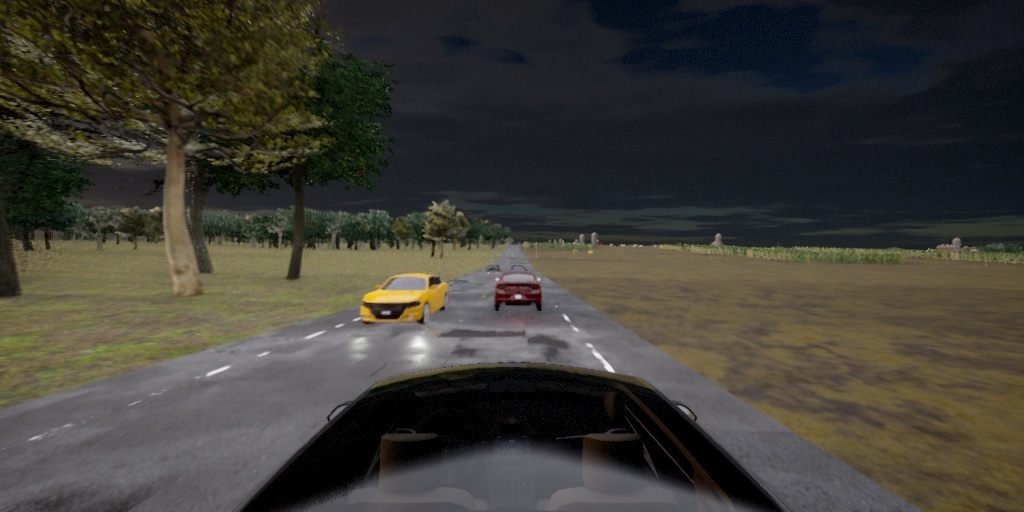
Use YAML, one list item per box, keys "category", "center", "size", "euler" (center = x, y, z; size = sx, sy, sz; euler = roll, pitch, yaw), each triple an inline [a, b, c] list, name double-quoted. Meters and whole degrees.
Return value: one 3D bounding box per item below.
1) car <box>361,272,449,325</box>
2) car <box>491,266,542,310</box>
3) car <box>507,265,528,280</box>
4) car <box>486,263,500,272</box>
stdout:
- category: "car"
  center: [-3.492, 1.347, 12.529]
  size: [1.882, 1.535, 5.008]
  euler: [0, -1, 1]
- category: "car"
  center: [0.264, 1.388, 15.791]
  size: [1.882, 1.535, 5.008]
  euler: [0, -1, 1]
- category: "car"
  center: [0.582, 1.656, 36.586]
  size: [1.994, 1.385, 4.181]
  euler: [0, 0, 1]
- category: "car"
  center: [-2.797, 1.715, 54.616]
  size: [1.994, 1.385, 4.181]
  euler: [0, 0, 1]
